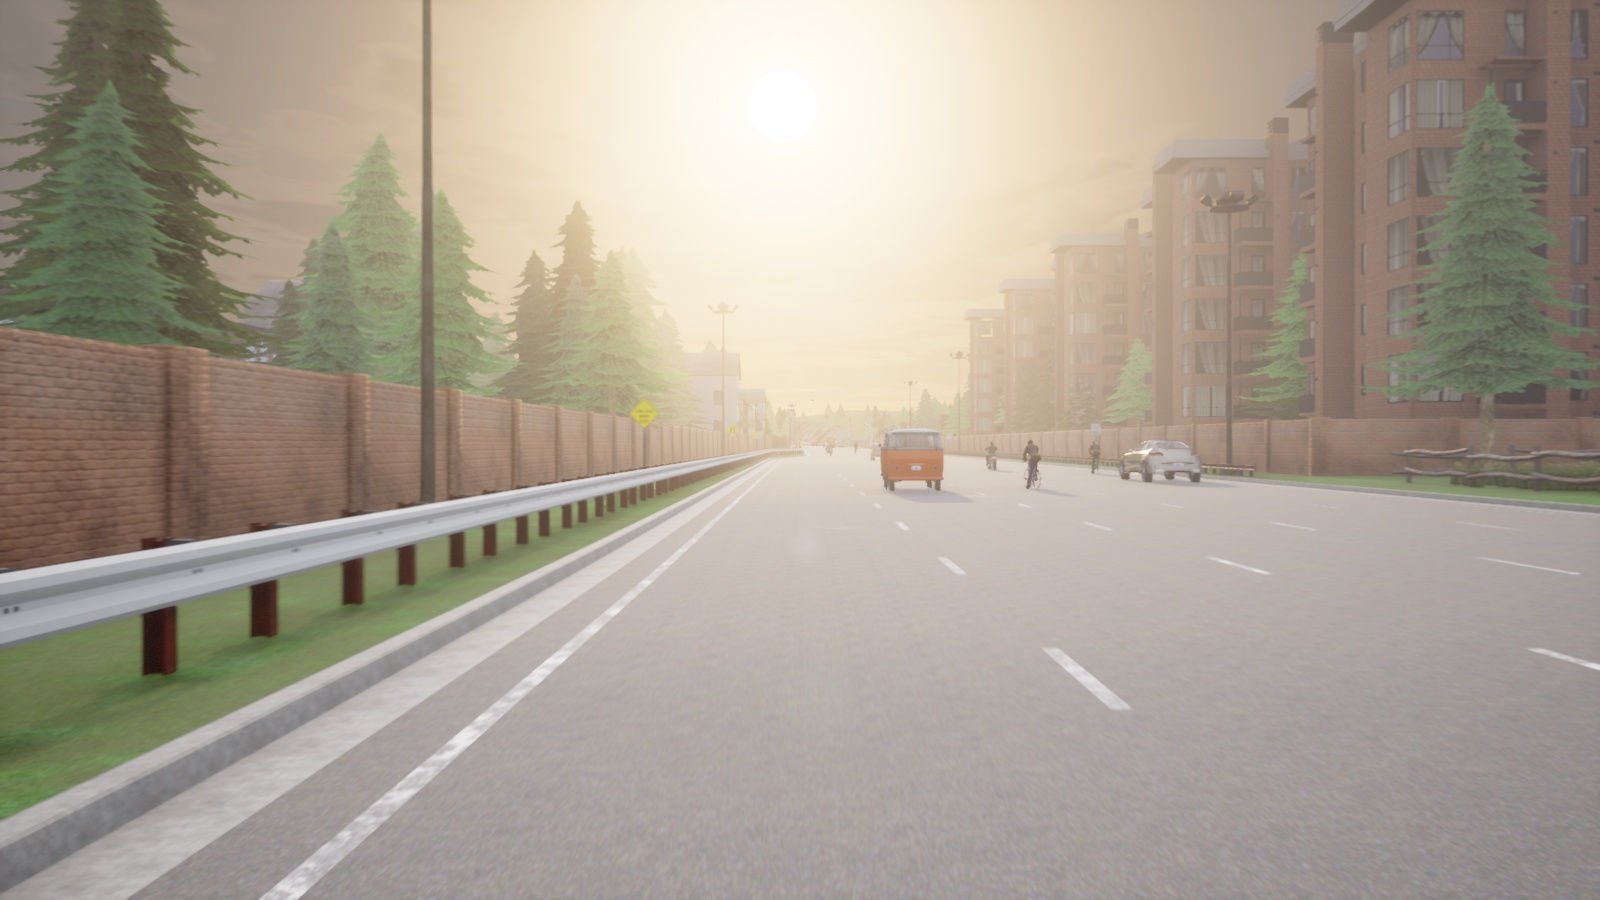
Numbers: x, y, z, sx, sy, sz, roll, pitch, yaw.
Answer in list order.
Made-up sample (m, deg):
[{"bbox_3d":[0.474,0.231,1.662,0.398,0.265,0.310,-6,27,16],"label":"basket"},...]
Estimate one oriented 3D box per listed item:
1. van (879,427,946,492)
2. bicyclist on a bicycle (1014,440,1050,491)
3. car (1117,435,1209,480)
[{"bbox_3d":[3.599,0.290,40.782,1.775,1.987,4.442,0,0,0],"label":"van"},{"bbox_3d":[7.498,0.494,40.591,0.582,1.620,1.656,2,0,-9],"label":"bicyclist on a bicycle"},{"bbox_3d":[14.097,0.279,49.082,2.152,1.651,5.027,0,0,0],"label":"car"}]
